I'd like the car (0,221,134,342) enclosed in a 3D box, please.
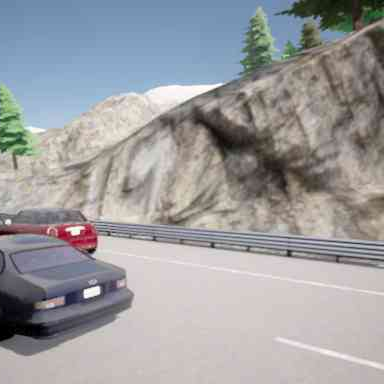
[{"bbox_3d":[-3.539,1.552,6.476,5.357,1.411,2.033,0,0,36],"label":"car"}]

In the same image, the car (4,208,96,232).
[{"bbox_3d":[-5.583,1.359,12.257,4.553,1.767,2.097,0,0,36],"label":"car"}]
